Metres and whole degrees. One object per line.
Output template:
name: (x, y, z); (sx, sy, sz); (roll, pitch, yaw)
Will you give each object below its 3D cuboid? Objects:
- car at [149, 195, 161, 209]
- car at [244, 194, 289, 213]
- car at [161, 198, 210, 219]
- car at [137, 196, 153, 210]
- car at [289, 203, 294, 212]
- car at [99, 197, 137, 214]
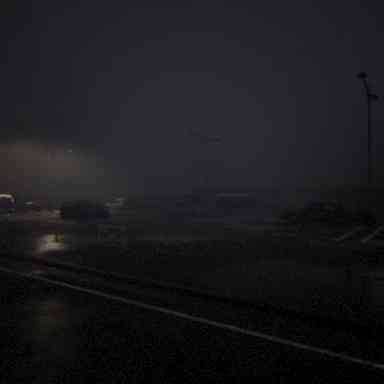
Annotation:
car: (-6.101, 1.381, 46.328); (4.605, 1.855, 1.932); (-1, 0, 35)
car: (9.381, 1.264, 42.091); (4.605, 1.855, 1.932); (-1, 0, 35)
car: (-0.366, 1.512, 28.287); (3.806, 1.475, 1.970); (-1, 0, 35)
car: (-7.618, 1.592, 44.114); (3.905, 1.438, 1.784); (-1, 0, 35)
car: (11.118, 1.472, 44.409); (3.905, 1.438, 1.784); (-1, 0, 35)
car: (-9.302, 1.625, 41.759); (3.806, 1.475, 1.970); (-1, 0, 35)
